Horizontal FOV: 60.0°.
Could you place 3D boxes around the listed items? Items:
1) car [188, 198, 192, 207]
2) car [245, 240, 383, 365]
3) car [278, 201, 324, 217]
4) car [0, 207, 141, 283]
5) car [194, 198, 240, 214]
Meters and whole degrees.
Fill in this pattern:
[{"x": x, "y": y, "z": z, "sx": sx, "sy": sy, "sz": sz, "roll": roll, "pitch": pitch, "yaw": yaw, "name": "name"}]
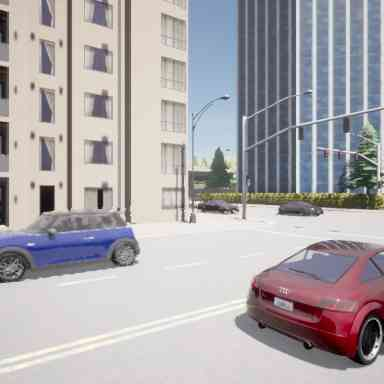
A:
[{"x": 0.364, "y": 1.526, "z": 45.161, "sx": 1.812, "sy": 1.442, "sz": 4.674, "roll": 0, "pitch": 0, "yaw": -35, "name": "car"}, {"x": 2.947, "y": 1.564, "z": 5.881, "sx": 4.181, "sy": 1.385, "sz": 1.994, "roll": 0, "pitch": 0, "yaw": -35, "name": "car"}, {"x": 10.105, "y": 1.564, "z": 31.111, "sx": 1.994, "sy": 1.385, "sz": 4.181, "roll": 0, "pitch": 0, "yaw": -35, "name": "car"}, {"x": -3.890, "y": 1.352, "z": 9.789, "sx": 4.553, "sy": 1.767, "sz": 2.097, "roll": 0, "pitch": 0, "yaw": -35, "name": "car"}, {"x": 2.695, "y": 1.547, "z": 35.638, "sx": 2.033, "sy": 1.411, "sz": 5.357, "roll": 0, "pitch": 0, "yaw": -35, "name": "car"}]
